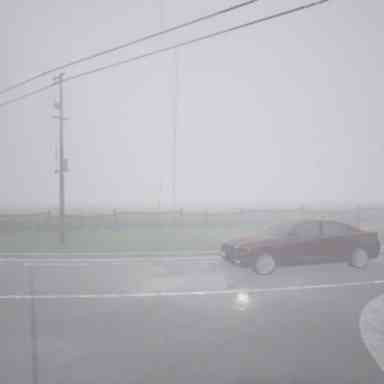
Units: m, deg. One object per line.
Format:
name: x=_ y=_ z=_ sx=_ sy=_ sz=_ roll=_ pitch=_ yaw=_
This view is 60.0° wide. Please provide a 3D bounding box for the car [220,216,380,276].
car: x=3.329 y=1.523 z=10.378 sx=5.008 sy=1.535 sz=1.882 roll=0 pitch=0 yaw=-14
